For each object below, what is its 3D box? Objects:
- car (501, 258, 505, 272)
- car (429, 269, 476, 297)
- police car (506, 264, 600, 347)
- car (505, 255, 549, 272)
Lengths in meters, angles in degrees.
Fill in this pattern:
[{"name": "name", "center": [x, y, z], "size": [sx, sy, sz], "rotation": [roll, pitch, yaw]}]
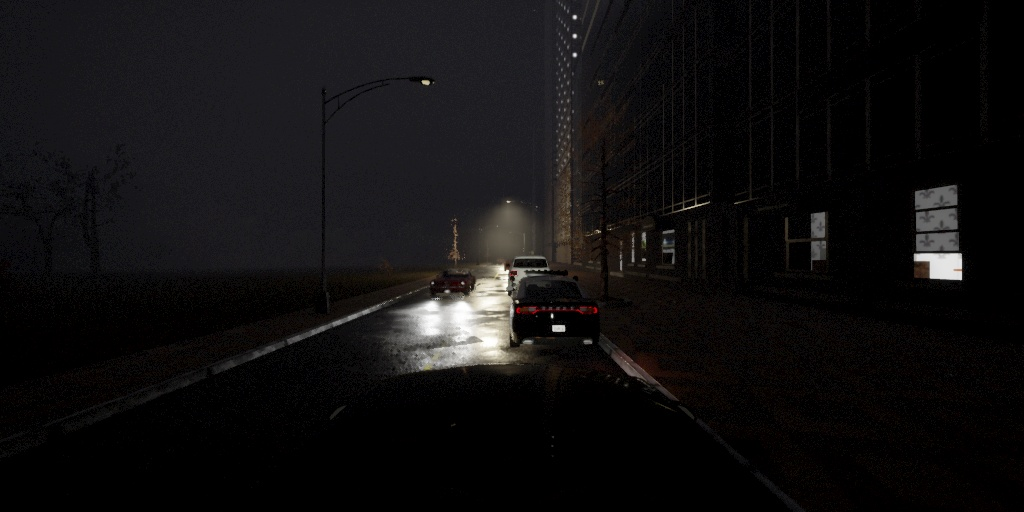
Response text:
[{"name": "car", "center": [-0.053, 1.226, 47.535], "size": [1.882, 1.535, 5.008], "rotation": [0, 0, 0]}, {"name": "car", "center": [-3.028, 1.351, 19.009], "size": [1.895, 1.301, 4.718], "rotation": [0, 0, 0]}, {"name": "police car", "center": [0.886, 1.175, 9.418], "size": [1.930, 1.638, 5.238], "rotation": [0, 0, 0]}, {"name": "car", "center": [0.870, 0.975, 19.340], "size": [2.150, 2.045, 5.566], "rotation": [0, 0, 0]}]
